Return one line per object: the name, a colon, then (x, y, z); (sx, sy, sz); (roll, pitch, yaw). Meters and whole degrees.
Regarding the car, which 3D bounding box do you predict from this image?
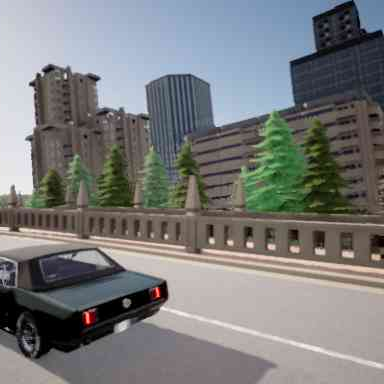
car: (-2.786, 1.606, 5.981); (4.718, 1.301, 1.895); (0, 0, 36)
